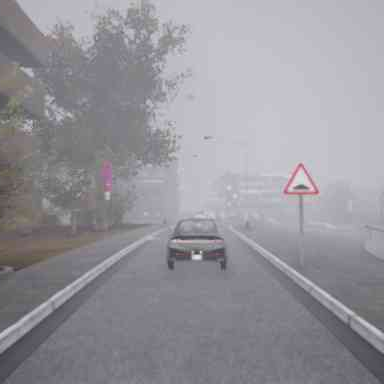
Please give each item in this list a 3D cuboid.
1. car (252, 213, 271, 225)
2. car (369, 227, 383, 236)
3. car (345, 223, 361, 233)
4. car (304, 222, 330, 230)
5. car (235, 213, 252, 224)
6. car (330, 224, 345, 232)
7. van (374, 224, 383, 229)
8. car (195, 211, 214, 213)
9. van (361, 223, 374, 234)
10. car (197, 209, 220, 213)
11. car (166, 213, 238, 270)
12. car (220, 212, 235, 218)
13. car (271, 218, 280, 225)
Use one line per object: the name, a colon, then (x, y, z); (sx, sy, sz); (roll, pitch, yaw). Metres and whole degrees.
car: (10.813, 4.776, 60.046); (2.435, 2.045, 5.566); (8, -6, -30)
car: (37.471, 7.742, 64.539); (2.231, 1.521, 4.892); (7, -6, -29)
car: (28.468, 6.840, 63.243); (1.946, 1.575, 5.366); (7, -5, -29)
car: (22.617, 6.274, 62.087); (2.002, 1.452, 4.674); (7, -5, -29)
car: (7.816, 4.594, 59.490); (2.185, 1.767, 4.553); (7, -6, -30)
car: (25.587, 6.576, 62.594); (2.002, 1.452, 4.674); (8, -6, -29)
van: (34.584, 7.213, 63.980); (1.878, 1.987, 4.442); (8, -6, -29)
car: (0.614, 2.435, 26.848); (1.812, 1.442, 4.674); (0, -3, 2)
van: (31.611, 6.911, 63.489); (1.878, 1.987, 4.442); (8, -6, -29)
car: (1.963, 4.022, 58.415); (2.435, 2.045, 5.566); (2, -4, -30)
car: (0.175, 1.675, 11.643); (2.128, 1.511, 4.902); (0, -2, 1)
car: (4.843, 4.330, 58.997); (2.185, 1.767, 4.553); (5, -5, -31)
car: (13.646, 5.332, 60.731); (1.946, 1.575, 5.366); (7, -6, -30)
